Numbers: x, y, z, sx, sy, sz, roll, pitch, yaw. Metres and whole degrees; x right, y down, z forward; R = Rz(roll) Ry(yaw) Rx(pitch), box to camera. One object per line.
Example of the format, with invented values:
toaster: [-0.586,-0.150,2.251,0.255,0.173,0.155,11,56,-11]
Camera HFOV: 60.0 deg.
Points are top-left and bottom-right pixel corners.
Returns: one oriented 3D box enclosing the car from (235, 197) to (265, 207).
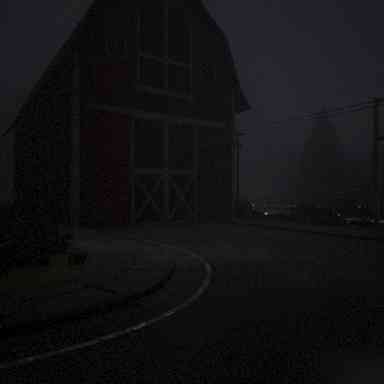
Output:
car: [6.167,1.379,37.650,2.097,1.767,4.553,0,0,-34]

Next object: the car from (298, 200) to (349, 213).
car: [11.274,1.627,30.210,1.895,1.301,4.718,0,0,-34]

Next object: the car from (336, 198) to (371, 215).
car: [14.541,1.379,31.989,2.097,1.767,4.553,0,0,-34]
